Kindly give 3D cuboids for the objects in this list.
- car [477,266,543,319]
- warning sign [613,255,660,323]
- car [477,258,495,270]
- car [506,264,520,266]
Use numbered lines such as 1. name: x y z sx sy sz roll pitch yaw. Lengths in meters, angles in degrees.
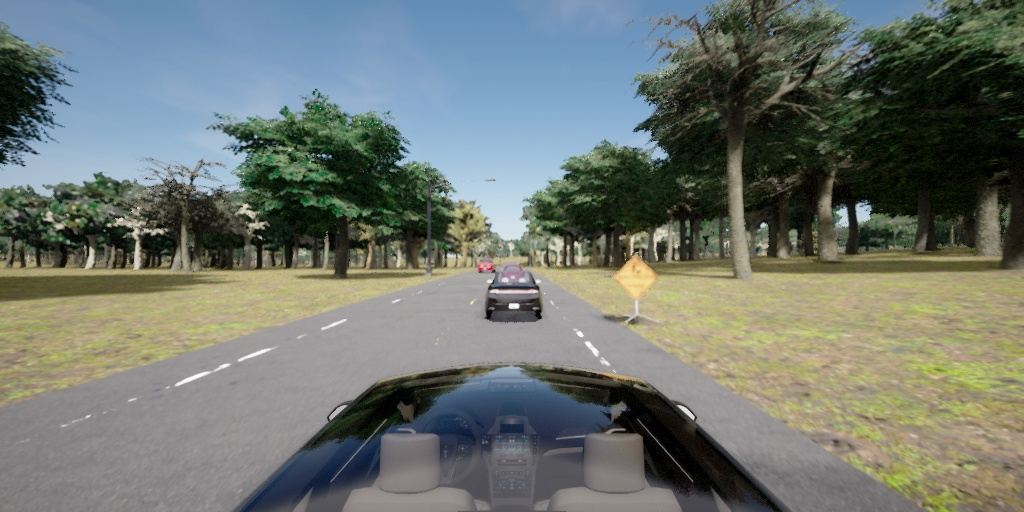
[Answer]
1. car: 0.068 1.274 13.005 2.128 1.511 4.902 0 0 0
2. warning sign: 3.550 0.887 10.230 1.300 1.860 1.060 0 0 0
3. car: -3.578 1.360 50.336 2.150 2.045 5.566 0 -1 0
4. car: 0.076 1.405 29.107 1.812 1.442 4.674 0 -1 0
